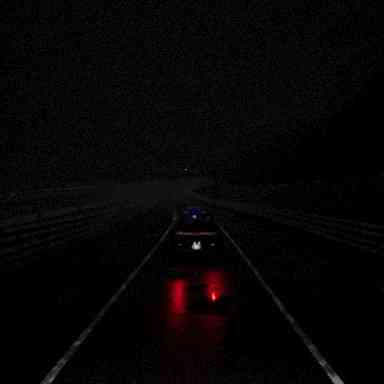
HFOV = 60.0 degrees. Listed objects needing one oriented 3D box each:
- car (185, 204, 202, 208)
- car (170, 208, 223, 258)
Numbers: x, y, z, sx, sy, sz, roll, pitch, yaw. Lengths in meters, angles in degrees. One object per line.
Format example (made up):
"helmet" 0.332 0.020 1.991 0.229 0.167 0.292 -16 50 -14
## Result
"car" 0.145 1.777 28.877 1.812 1.442 4.674 0 0 -1
"car" 0.197 1.613 13.399 2.128 1.511 4.902 0 0 1
